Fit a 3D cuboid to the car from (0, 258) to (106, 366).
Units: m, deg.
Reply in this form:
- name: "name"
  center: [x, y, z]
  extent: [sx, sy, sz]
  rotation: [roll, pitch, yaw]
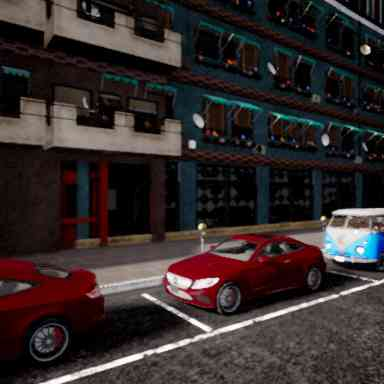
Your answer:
- name: "car"
  center: [-3.238, 1.580, 4.257]
  extent: [4.206, 1.307, 1.802]
  rotation: [1, -1, -35]

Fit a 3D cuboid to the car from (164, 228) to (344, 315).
- name: "car"
  center: [1.372, 1.623, 7.543]
  extent: [4.206, 1.307, 1.802]
  rotation: [1, -1, -35]

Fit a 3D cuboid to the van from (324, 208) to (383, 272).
- name: "van"
  center: [5.984, 1.427, 10.832]
  extent: [3.998, 1.788, 1.690]
  rotation: [1, -1, -35]
